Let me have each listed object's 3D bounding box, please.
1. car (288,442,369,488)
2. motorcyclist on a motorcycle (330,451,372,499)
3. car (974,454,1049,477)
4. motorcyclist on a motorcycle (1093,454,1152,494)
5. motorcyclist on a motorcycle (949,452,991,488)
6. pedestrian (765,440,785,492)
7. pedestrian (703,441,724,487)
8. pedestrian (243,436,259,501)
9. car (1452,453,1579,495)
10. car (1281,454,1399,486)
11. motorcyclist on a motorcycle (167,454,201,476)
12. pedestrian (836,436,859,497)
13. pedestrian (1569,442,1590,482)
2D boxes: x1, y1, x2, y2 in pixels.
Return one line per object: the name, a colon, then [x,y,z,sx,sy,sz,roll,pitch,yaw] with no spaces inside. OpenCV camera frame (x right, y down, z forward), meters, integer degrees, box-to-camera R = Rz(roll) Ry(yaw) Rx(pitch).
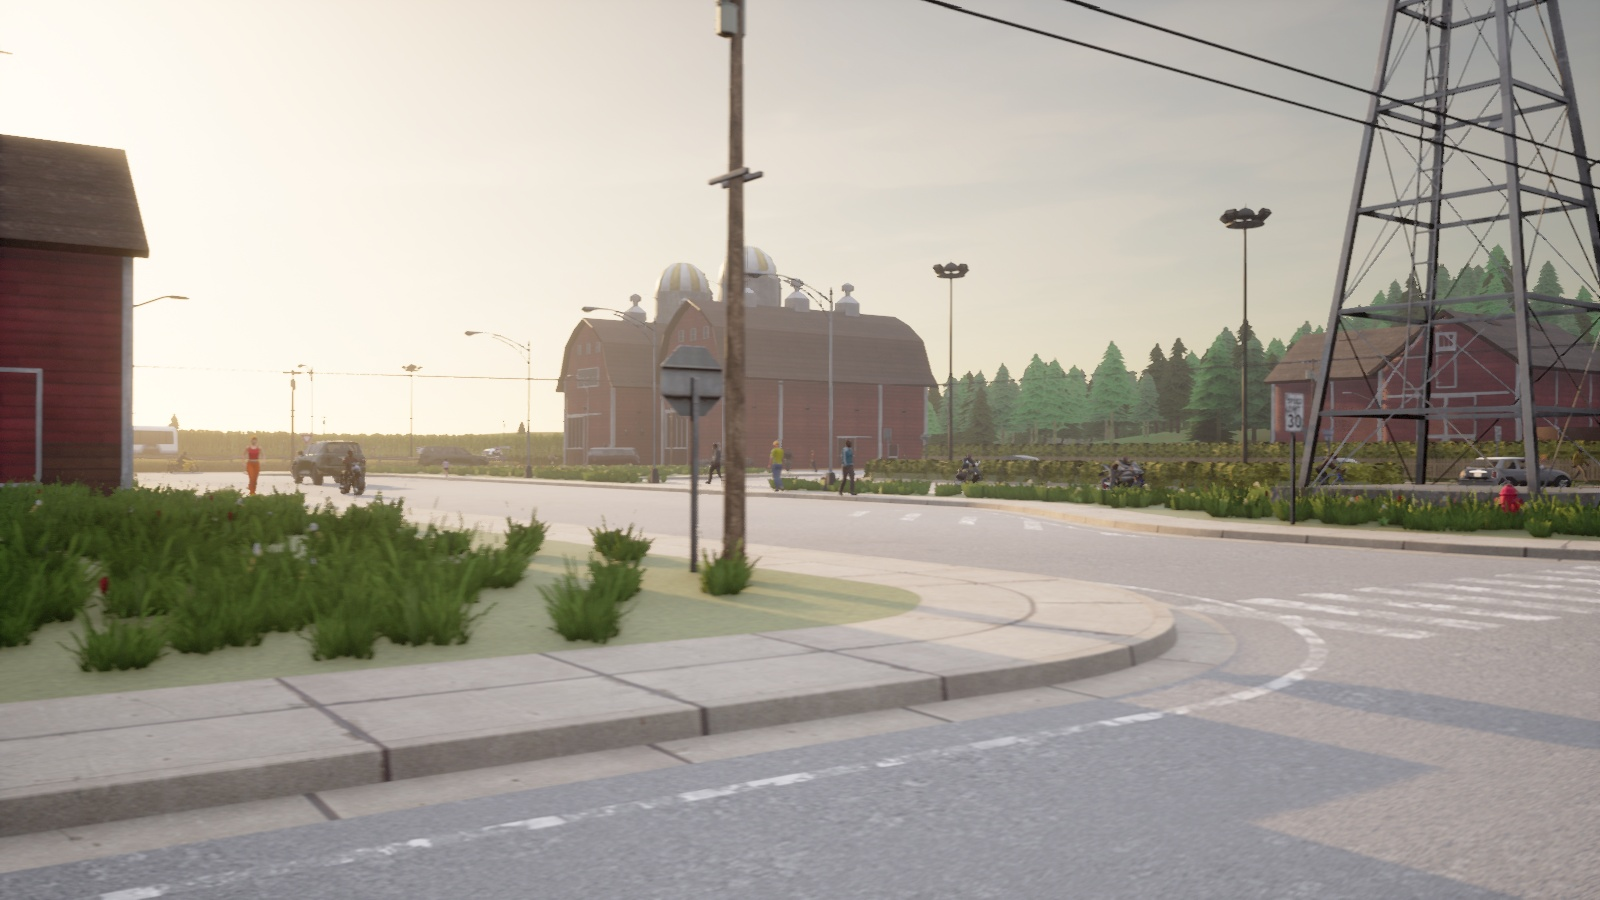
car: [-22.233,0.681,59.065,2.150,2.045,5.566,0,0,-36]
motorcyclist on a motorcycle: [-15.789,0.857,44.169,0.766,1.649,2.350,0,0,-36]
car: [13.961,1.018,83.122,2.163,1.488,4.792,0,0,-35]
motorcyclist on a motorcycle: [12.594,0.938,49.059,0.866,1.530,2.191,0,0,-36]
motorcyclist on a motorcycle: [7.572,0.884,56.080,0.866,1.590,1.817,0,0,-35]
pedestrian: [-0.883,0.552,44.551,0.354,1.836,0.706,0,0,-37]
pedestrian: [-3.645,0.587,52.980,0.788,1.949,0.423,0,0,33]
pedestrian: [-15.654,0.534,35.811,0.345,1.836,0.594,0,0,-30]
car: [25.807,0.846,45.334,3.806,1.475,1.970,0,0,-19]
car: [25.825,0.931,60.184,2.163,1.488,4.792,0,0,-35]
motorcyclist on a motorcycle: [-43.227,1.059,88.077,2.044,1.523,0.797,0,0,-35]
pedestrian: [1.508,0.535,40.064,0.396,1.930,0.692,0,0,-36]
pedestrian: [36.260,0.572,58.412,0.370,1.835,0.726,0,0,-36]
